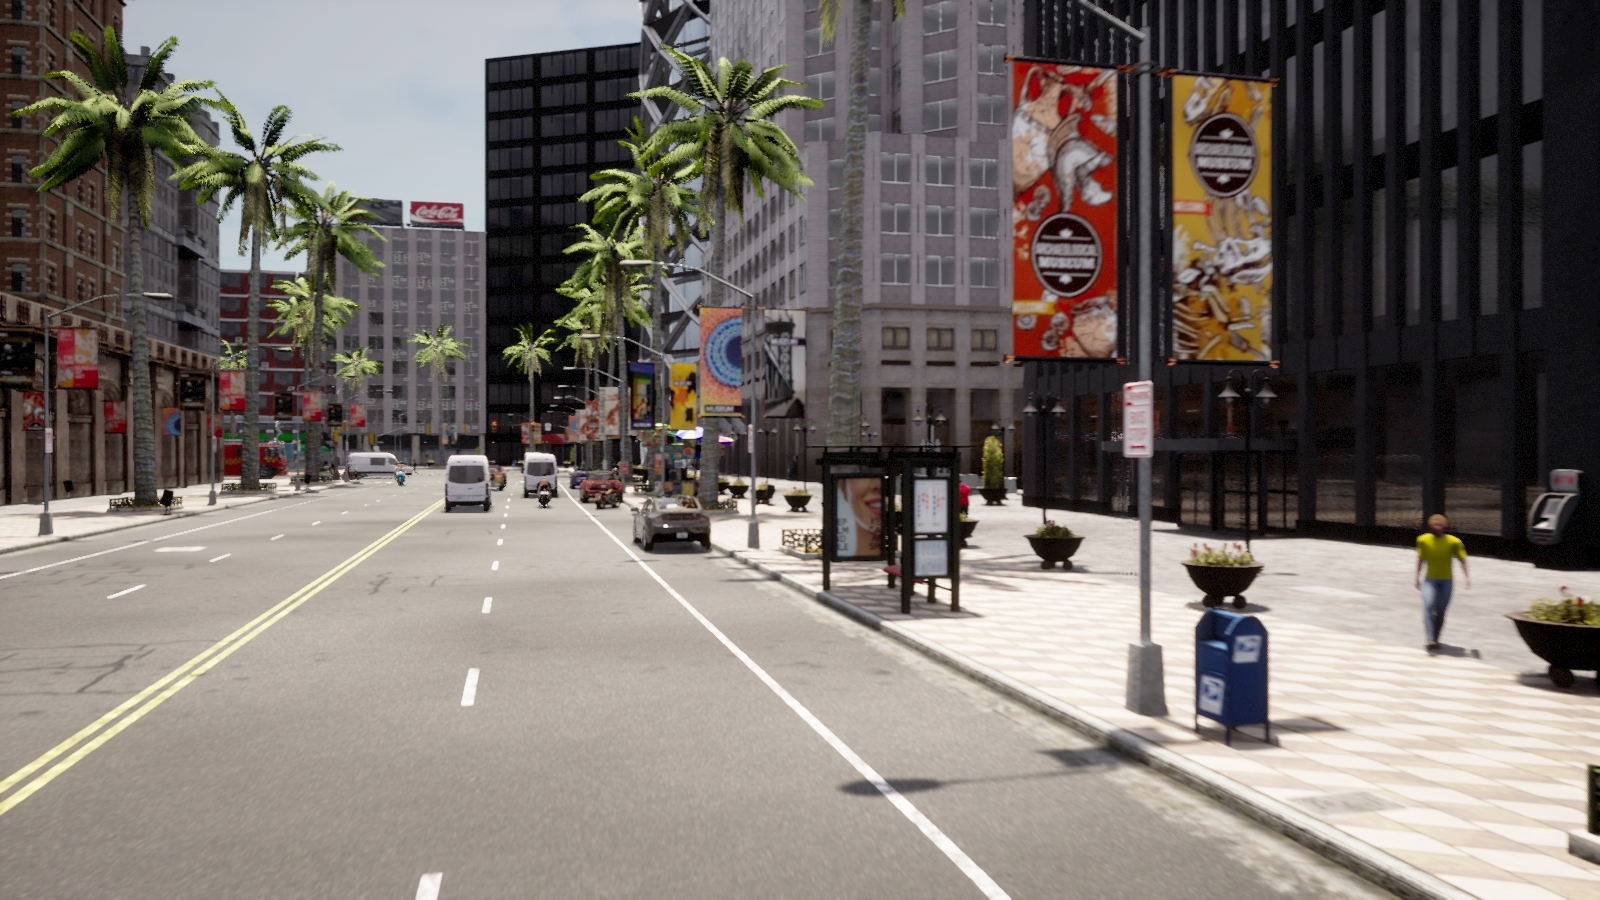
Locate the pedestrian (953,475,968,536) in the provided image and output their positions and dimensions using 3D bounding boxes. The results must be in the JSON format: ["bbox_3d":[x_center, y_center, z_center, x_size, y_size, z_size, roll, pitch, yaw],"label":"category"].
[{"bbox_3d":[4.926,1.699,35.094,0.375,1.860,0.375,0,0,-10],"label":"pedestrian"}]

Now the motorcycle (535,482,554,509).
[{"bbox_3d":[-12.589,2.208,56.206,0.867,1.251,2.209,0,0,-14],"label":"motorcycle"}]

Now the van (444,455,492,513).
[{"bbox_3d":[-15.787,1.539,54.533,1.988,2.561,5.915,0,0,-14],"label":"van"}]

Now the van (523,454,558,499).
[{"bbox_3d":[-15.782,1.540,69.466,1.988,2.561,5.915,0,0,-13],"label":"van"}]

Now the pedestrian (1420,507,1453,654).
[{"bbox_3d":[8.349,1.695,14.984,0.375,1.860,0.375,0,0,30],"label":"pedestrian"}]
